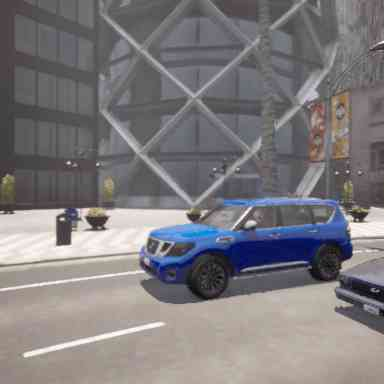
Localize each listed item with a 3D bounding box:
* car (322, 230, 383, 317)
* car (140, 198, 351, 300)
[{"bbox_3d":[5.403,1.538,6.414,5.357,1.411,2.033,0,0,-22],"label":"car"},{"bbox_3d":[1.527,1.173,8.445,5.566,2.045,2.150,0,0,-25],"label":"car"}]
